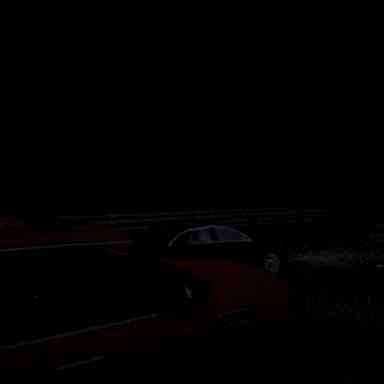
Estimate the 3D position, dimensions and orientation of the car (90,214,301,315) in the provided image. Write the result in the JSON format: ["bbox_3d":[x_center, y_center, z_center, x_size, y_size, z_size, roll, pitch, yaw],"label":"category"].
[{"bbox_3d":[0.266,1.460,8.246,4.902,1.511,2.128,0,0,-36],"label":"car"}]

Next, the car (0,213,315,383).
[{"bbox_3d":[-1.349,1.217,2.776,5.566,2.045,2.150,-1,1,-36],"label":"car"}]
